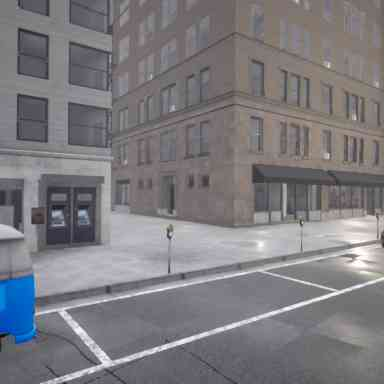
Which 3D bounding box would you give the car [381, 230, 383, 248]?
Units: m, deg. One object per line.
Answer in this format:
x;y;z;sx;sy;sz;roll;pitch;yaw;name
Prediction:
9.395;1.582;13.463;4.313;1.339;1.947;0;1;-36;car

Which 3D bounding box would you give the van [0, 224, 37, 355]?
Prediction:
-3.989;1.341;3.905;3.998;1.788;1.690;0;1;-36;van
